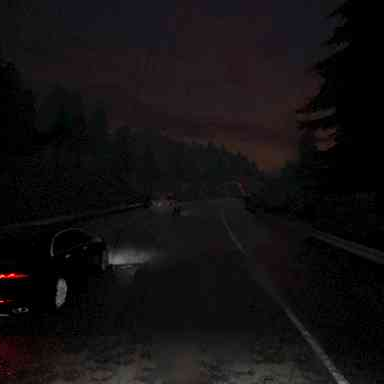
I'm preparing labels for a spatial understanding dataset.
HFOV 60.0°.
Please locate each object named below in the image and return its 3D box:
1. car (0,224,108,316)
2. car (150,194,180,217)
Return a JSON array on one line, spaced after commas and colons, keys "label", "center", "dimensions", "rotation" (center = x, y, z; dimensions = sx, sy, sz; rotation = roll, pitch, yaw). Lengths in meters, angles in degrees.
[{"label": "car", "center": [-3.310, 1.486, 7.551], "dimensions": [1.837, 1.490, 4.892], "rotation": [0, 1, 1]}, {"label": "car", "center": [-2.360, 1.149, 30.064], "dimensions": [2.150, 2.045, 5.566], "rotation": [0, 0, 4]}]
